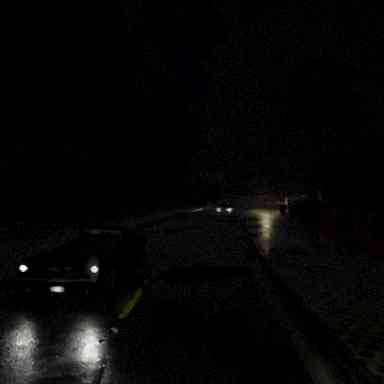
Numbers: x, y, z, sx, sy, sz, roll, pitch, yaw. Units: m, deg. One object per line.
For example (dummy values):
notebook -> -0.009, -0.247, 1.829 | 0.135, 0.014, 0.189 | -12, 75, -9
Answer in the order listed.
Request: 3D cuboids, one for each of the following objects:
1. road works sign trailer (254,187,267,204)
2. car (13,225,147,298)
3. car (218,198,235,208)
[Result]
road works sign trailer -> 13.725, 0.640, 66.018 | 2.380, 3.560, 2.880 | 0, 0, 25
car -> -2.509, 1.595, 8.694 | 1.895, 1.301, 4.718 | 0, 0, 3
car -> 5.322, 1.594, 51.042 | 1.882, 1.535, 5.008 | 0, -1, 18
